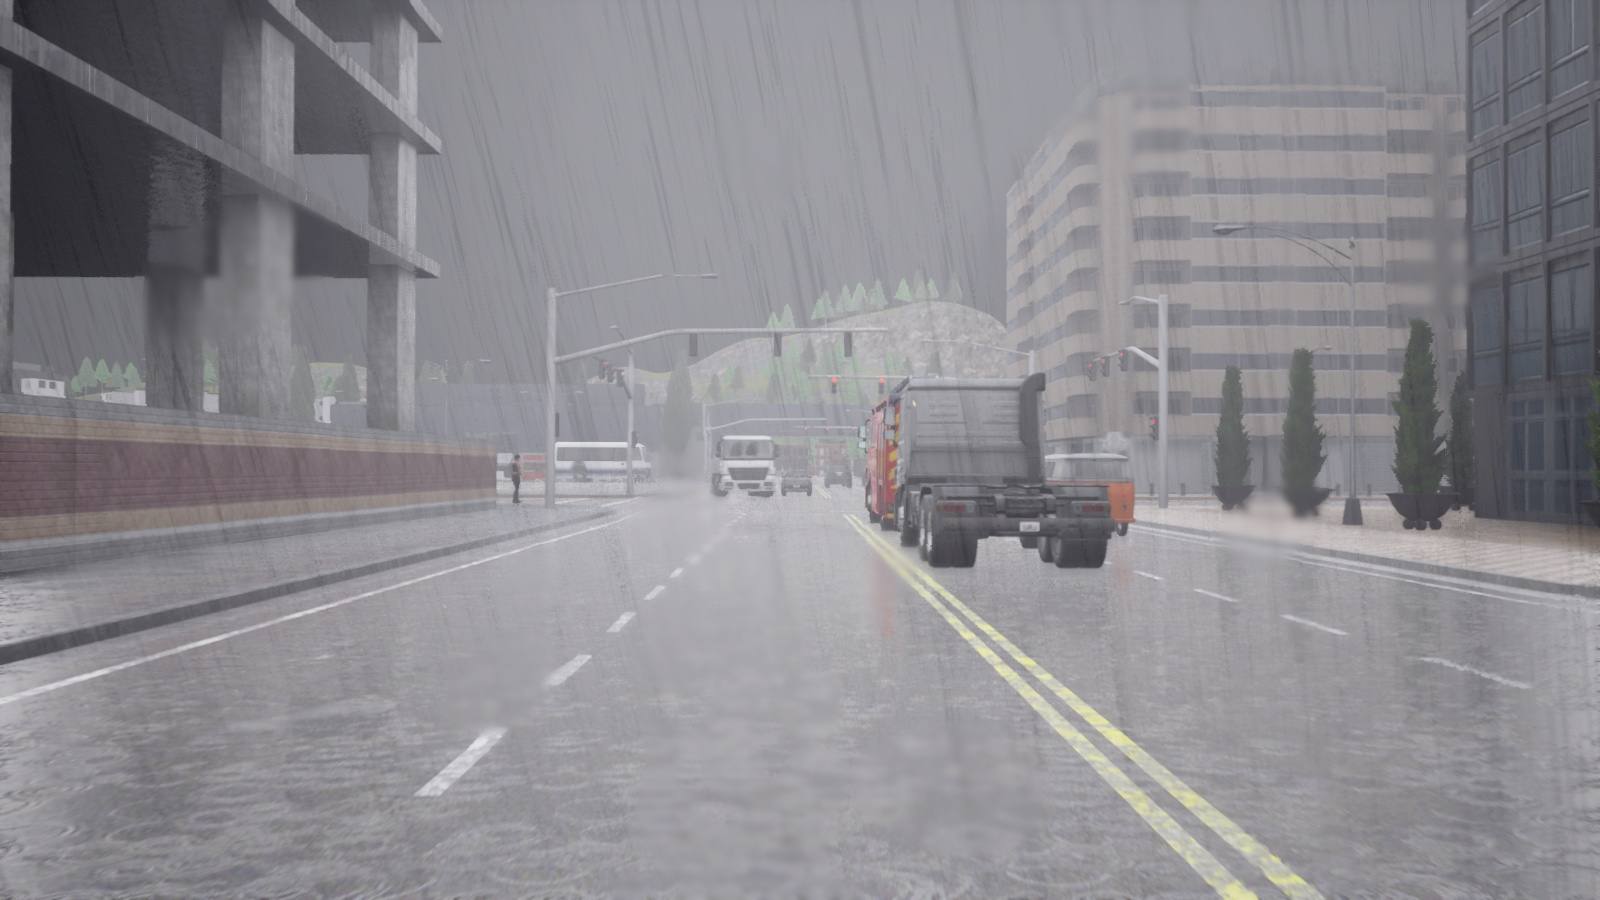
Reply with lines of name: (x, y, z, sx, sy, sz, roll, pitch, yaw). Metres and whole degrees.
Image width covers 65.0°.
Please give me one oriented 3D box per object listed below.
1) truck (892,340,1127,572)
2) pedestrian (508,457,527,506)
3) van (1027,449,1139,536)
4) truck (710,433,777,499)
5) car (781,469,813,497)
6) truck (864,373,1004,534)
truck: (3.418, 0.160, 22.771, 2.891, 3.462, 7.936, 0, -1, 0)
pedestrian: (-10.692, 1.172, 47.492, 0.594, 1.836, 0.345, 1, -1, -44)
van: (6.923, 1.010, 31.179, 1.775, 1.987, 4.442, 0, -1, 0)
truck: (-3.233, 0.904, 69.972, 2.891, 3.462, 7.936, 0, -1, -9)
car: (-0.176, 1.898, 72.792, 1.789, 1.549, 3.705, 0, -1, 0)
truck: (3.412, 0.153, 34.239, 2.891, 3.827, 8.468, 0, -1, 0)
